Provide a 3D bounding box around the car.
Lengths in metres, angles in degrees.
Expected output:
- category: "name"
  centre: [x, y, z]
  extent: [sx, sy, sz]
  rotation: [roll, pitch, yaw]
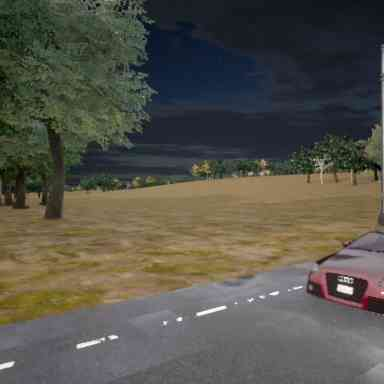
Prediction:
- category: "car"
  centre: [4.356, 1.549, 7.106]
  extent: [4.181, 1.385, 1.994]
  rotation: [0, 0, -36]
